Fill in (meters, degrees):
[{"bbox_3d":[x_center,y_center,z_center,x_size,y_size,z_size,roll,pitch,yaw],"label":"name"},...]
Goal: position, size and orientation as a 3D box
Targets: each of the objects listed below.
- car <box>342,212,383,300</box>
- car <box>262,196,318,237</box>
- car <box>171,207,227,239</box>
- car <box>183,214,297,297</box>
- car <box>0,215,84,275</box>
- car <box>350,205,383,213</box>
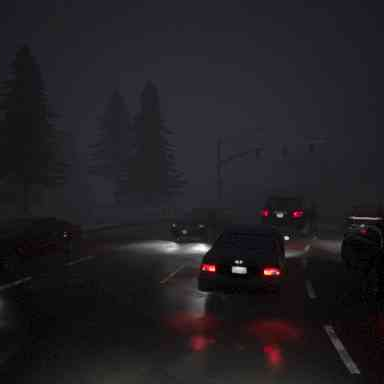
[{"bbox_3d":[5.008,1.490,8.111,2.128,1.511,4.902,0,0,14],"label":"car"},{"bbox_3d":[5.484,1.219,18.265,2.150,2.045,5.566,0,0,28],"label":"car"},{"bbox_3d":[0.657,1.521,17.031,1.812,1.442,4.674,0,0,26],"label":"car"},{"bbox_3d":[1.546,1.545,8.817,2.033,1.411,5.357,0,0,15],"label":"car"},{"bbox_3d":[-5.328,1.520,10.680,1.812,1.442,4.674,0,0,16],"label":"car"},{"bbox_3d":[9.715,1.491,18.213,2.128,1.511,4.902,0,0,33],"label":"car"}]
